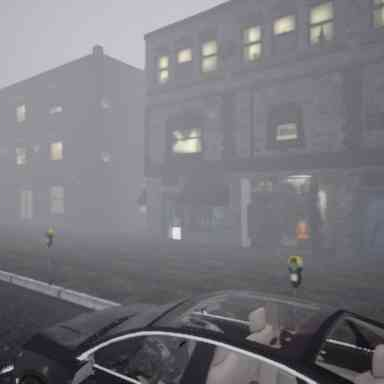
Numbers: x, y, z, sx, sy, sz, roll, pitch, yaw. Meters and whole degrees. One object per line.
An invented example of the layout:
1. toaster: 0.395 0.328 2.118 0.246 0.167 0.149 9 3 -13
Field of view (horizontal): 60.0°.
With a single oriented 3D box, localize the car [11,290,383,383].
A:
1. car: 0.229 1.552 2.719 4.403 1.369 2.008 0 -1 36
